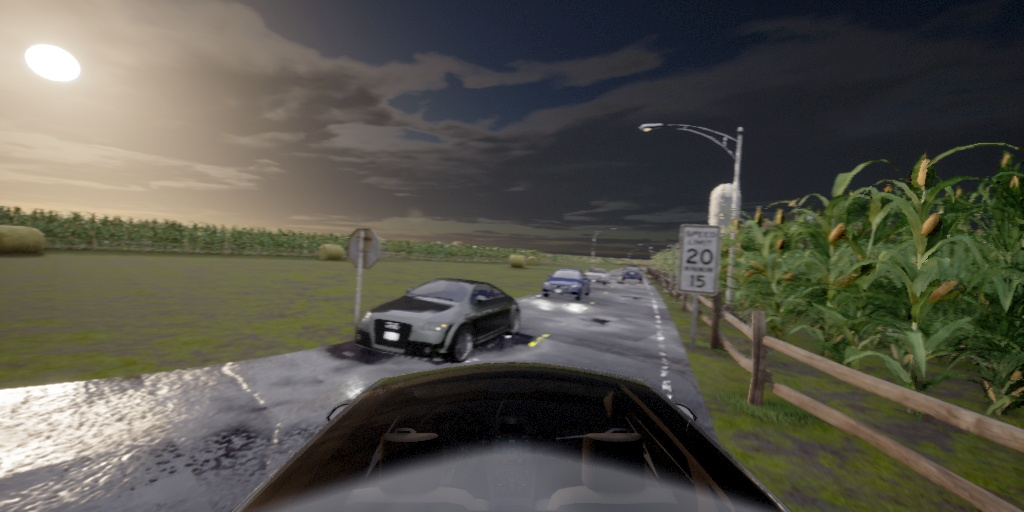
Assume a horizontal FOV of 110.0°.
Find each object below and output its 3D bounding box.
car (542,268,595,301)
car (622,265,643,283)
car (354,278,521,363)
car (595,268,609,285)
[{"bbox_3d":[2.978,1.404,18.888,1.812,1.442,4.674,4,0,20],"label":"car"},{"bbox_3d":[13.179,1.847,39.185,2.097,1.767,4.553,4,0,19],"label":"car"},{"bbox_3d":[-1.285,1.196,7.866,1.994,1.385,4.181,4,0,22],"label":"car"},{"bbox_3d":[7.339,1.728,31.105,1.895,1.301,4.718,4,0,19],"label":"car"}]
